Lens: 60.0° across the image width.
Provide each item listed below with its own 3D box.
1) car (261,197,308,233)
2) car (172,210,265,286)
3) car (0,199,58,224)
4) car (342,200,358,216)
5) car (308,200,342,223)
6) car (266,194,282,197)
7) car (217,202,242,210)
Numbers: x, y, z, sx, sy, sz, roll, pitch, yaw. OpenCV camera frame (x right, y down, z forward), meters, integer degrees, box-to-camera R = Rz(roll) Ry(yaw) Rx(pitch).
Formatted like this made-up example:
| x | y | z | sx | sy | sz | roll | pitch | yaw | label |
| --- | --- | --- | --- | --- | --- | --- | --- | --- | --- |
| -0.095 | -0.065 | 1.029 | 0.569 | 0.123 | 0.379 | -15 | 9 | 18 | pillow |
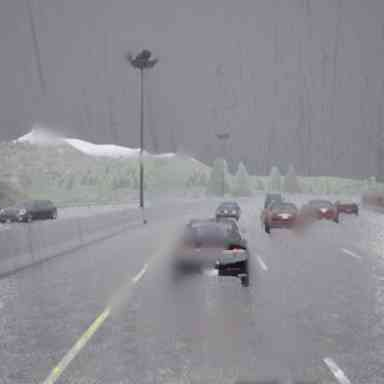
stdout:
| x | y | z | sx | sy | sz | roll | pitch | yaw | label |
| --- | --- | --- | --- | --- | --- | --- | --- | --- | --- |
| 5.299 | 1.375 | 19.997 | 2.097 | 1.767 | 4.553 | 0 | 0 | 8 | car |
| 0.579 | 1.496 | 9.492 | 2.128 | 1.511 | 4.902 | 0 | 0 | 4 | car |
| -11.929 | 1.339 | 24.456 | 2.097 | 1.767 | 4.553 | 0 | 0 | 9 | car |
| 15.283 | 1.538 | 33.498 | 1.882 | 1.535 | 5.008 | 0 | 0 | 15 | car |
| 9.965 | 1.392 | 26.179 | 2.097 | 1.767 | 4.553 | 0 | 0 | 11 | car |
| 10.184 | 1.267 | 40.981 | 2.150 | 2.045 | 5.566 | 0 | 0 | 18 | car |
| 3.103 | 1.566 | 27.826 | 2.033 | 1.411 | 5.357 | 0 | 0 | 12 | car |
